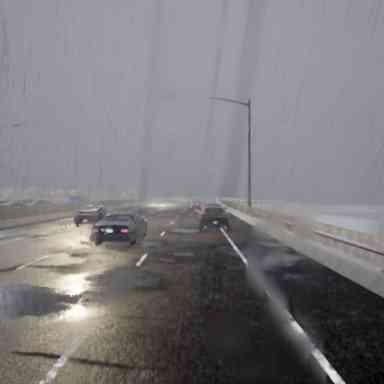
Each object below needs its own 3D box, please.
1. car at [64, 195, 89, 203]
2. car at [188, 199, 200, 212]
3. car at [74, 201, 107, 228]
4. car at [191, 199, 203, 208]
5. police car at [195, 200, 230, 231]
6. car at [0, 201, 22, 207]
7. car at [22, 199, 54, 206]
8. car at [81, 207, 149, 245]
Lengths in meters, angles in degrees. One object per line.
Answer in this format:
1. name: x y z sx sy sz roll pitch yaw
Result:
1. car: -16.847 1.531 48.890 2.150 2.045 5.566 0 0 2
2. car: 0.569 1.868 42.489 1.895 1.301 4.718 0 0 2
3. car: -6.726 1.632 23.491 2.128 1.511 4.902 0 0 1
4. car: 0.920 1.925 55.807 1.994 1.385 4.181 0 0 2
5. police car: 1.368 1.556 21.657 1.930 1.638 5.238 0 0 1
6. car: -23.972 1.843 44.731 1.994 1.385 4.181 0 0 2
7. car: -20.469 1.787 45.076 1.837 1.490 4.892 0 0 2
8. car: -3.319 1.641 16.004 2.033 1.411 5.357 0 0 1
